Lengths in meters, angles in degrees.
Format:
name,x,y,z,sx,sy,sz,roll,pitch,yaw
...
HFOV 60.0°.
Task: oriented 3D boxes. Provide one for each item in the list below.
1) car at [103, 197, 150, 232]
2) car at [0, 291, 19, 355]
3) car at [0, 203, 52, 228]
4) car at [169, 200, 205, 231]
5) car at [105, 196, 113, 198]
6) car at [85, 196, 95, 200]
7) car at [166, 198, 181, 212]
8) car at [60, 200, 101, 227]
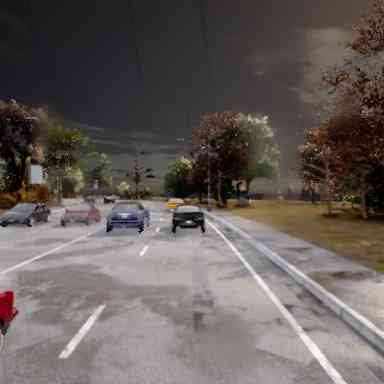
name,x,y,z,sx,sy,sz,roll,pitch,yaw
car,-3.772,1.357,20.213,2.097,1.767,4.553,0,0,-2
car,-3.407,1.602,2.637,1.895,1.301,4.718,0,0,0
car,-11.113,1.508,22.568,1.837,1.490,4.892,0,0,-3
car,-0.278,1.483,20.498,1.882,1.535,5.008,0,0,-2
car,-15.804,1.477,63.646,1.882,1.535,5.008,0,0,-21
car,-19.455,1.535,63.391,2.033,1.411,5.357,0,0,-21
car,-1.991,1.489,38.812,1.882,1.535,5.008,0,0,-8
car,-7.654,1.530,23.234,1.812,1.442,4.674,0,0,-3
